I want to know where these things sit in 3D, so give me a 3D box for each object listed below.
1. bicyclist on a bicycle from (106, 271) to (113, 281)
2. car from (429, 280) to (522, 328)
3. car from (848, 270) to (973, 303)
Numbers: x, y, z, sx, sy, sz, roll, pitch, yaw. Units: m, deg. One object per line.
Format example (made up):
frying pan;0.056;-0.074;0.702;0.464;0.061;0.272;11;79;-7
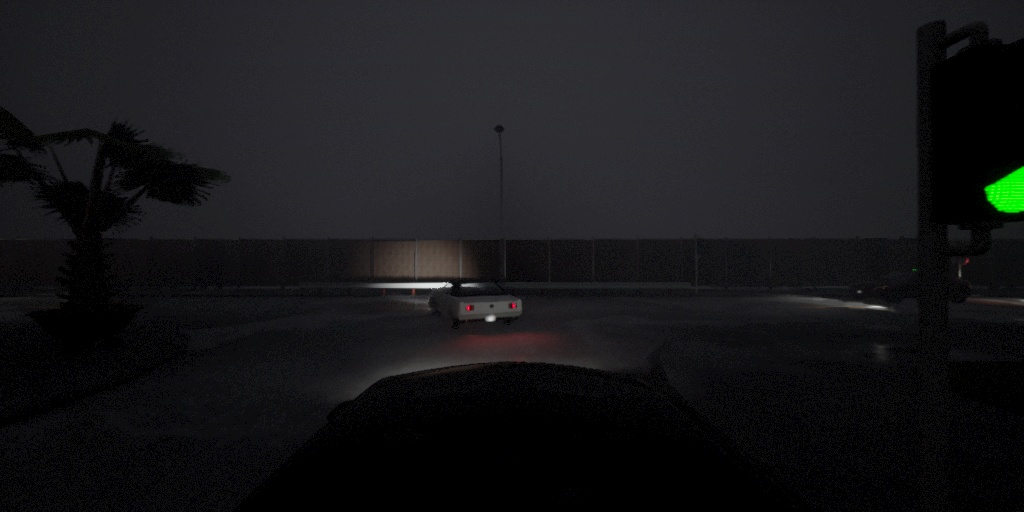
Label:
bicyclist on a bicycle;-24.125;1.098;20.708;0.582;1.620;1.656;0;30;0
car;-1.427;1.427;11.825;1.895;1.301;4.718;0;0;-22
car;18.531;1.389;16.753;4.674;1.442;1.812;0;0;-1
